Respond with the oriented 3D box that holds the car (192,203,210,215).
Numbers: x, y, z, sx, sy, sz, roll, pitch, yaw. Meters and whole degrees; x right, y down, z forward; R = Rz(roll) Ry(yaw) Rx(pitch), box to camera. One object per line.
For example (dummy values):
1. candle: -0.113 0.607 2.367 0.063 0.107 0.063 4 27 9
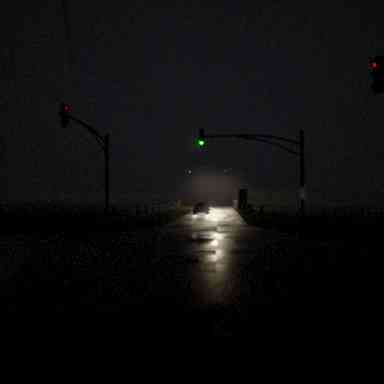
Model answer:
1. car: 1.190 2.078 41.778 1.812 1.442 4.674 0 -1 5
